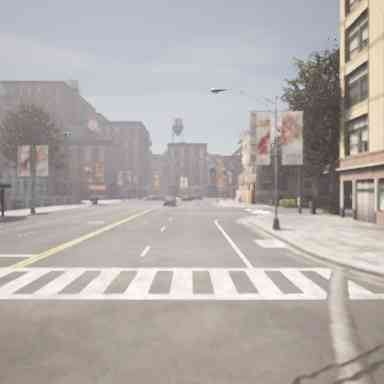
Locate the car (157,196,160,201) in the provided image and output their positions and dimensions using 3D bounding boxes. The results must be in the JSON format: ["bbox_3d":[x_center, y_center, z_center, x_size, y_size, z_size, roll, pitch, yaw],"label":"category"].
[{"bbox_3d":[-5.502,1.477,75.273,2.033,1.411,5.357,0,0,13],"label":"car"}]

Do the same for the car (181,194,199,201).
[{"bbox_3d":[-0.771,1.482,78.856,2.033,1.411,5.357,0,0,21],"label":"car"}]

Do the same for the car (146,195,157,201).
[{"bbox_3d":[-9.903,1.444,83.159,2.002,1.452,4.674,0,0,20],"label":"car"}]

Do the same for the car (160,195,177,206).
[{"bbox_3d":[-3.465,1.504,52.915,2.033,1.411,5.357,0,0,1],"label":"car"}]

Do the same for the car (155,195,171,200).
[{"bbox_3d":[-7.739,1.518,88.466,1.895,1.301,4.718,0,0,30],"label":"car"}]

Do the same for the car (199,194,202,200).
[{"bbox_3d":[0.734,1.289,89.946,2.097,1.767,4.553,0,0,30],"label":"car"}]
